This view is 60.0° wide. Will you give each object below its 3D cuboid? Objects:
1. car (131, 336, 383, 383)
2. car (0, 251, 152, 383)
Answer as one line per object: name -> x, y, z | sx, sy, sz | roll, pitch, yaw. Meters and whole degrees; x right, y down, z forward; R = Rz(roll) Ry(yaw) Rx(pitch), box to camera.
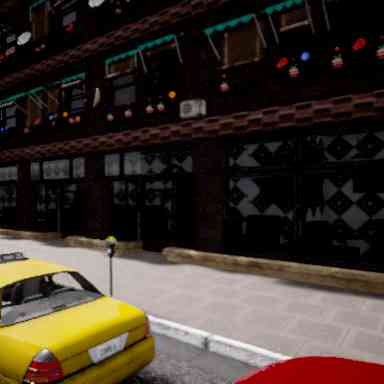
car -> 2.062, 1.547, 1.259 | 4.507, 1.381, 1.887 | 0, 0, 35
car -> -2.709, 1.517, 4.661 | 4.829, 1.417, 1.752 | 0, 0, 35
